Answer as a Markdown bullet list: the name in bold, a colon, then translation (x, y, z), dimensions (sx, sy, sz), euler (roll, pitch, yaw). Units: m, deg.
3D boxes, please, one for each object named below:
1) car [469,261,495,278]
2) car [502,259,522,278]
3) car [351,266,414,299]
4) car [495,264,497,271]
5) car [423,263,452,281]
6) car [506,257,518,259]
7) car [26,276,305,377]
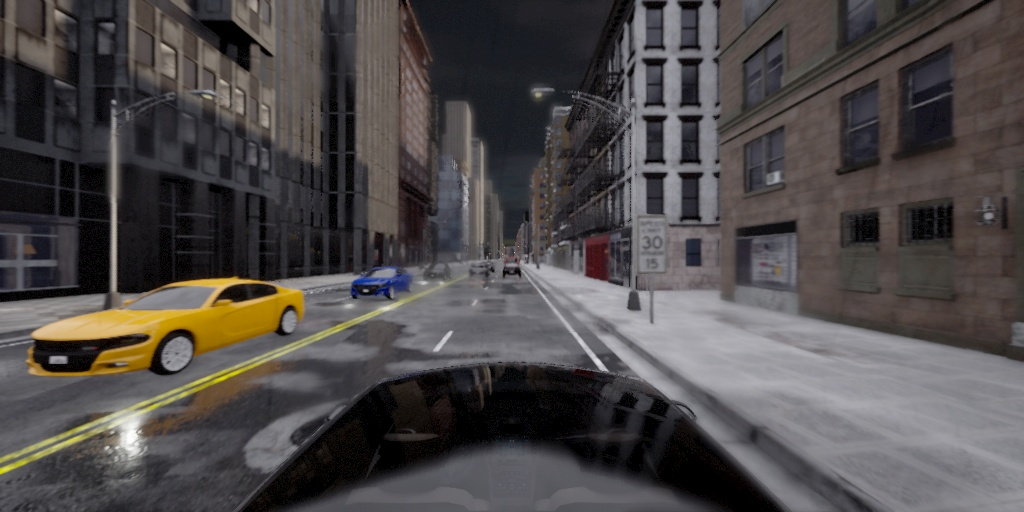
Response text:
- **car**: translation (-3.249, 1.388, 36.880), dimensions (2.128, 1.511, 4.902), euler (0, 0, 0)
- **car**: translation (0.000, 1.373, 36.777), dimensions (1.882, 1.535, 5.008), euler (0, 0, 0)
- **car**: translation (-6.595, 1.294, 18.707), dimensions (1.882, 1.535, 5.008), euler (0, 0, 0)
- **car**: translation (-3.237, 1.455, 48.780), dimensions (1.837, 1.490, 4.892), euler (0, 0, 0)
- **car**: translation (-6.577, 1.381, 32.055), dimensions (1.837, 1.490, 4.892), euler (0, 0, 0)
- **car**: translation (0.005, 1.167, 47.915), dimensions (2.150, 2.045, 5.566), euler (0, 0, 0)
- **car**: translation (-6.593, 1.248, 7.719), dimensions (1.882, 1.535, 5.008), euler (0, 0, 0)
